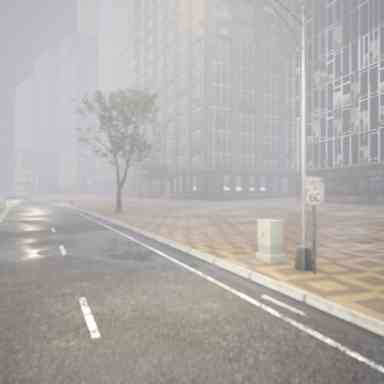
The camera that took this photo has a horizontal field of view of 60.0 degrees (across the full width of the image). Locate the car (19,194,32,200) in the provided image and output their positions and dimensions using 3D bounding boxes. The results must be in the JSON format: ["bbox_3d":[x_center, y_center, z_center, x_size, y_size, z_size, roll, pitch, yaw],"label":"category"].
[{"bbox_3d":[-41.183,1.295,82.999,2.128,1.511,4.902,1,0,-32],"label":"car"}]

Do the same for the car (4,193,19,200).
[{"bbox_3d":[-44.378,1.082,81.985,2.097,1.767,4.553,1,0,-32],"label":"car"}]
